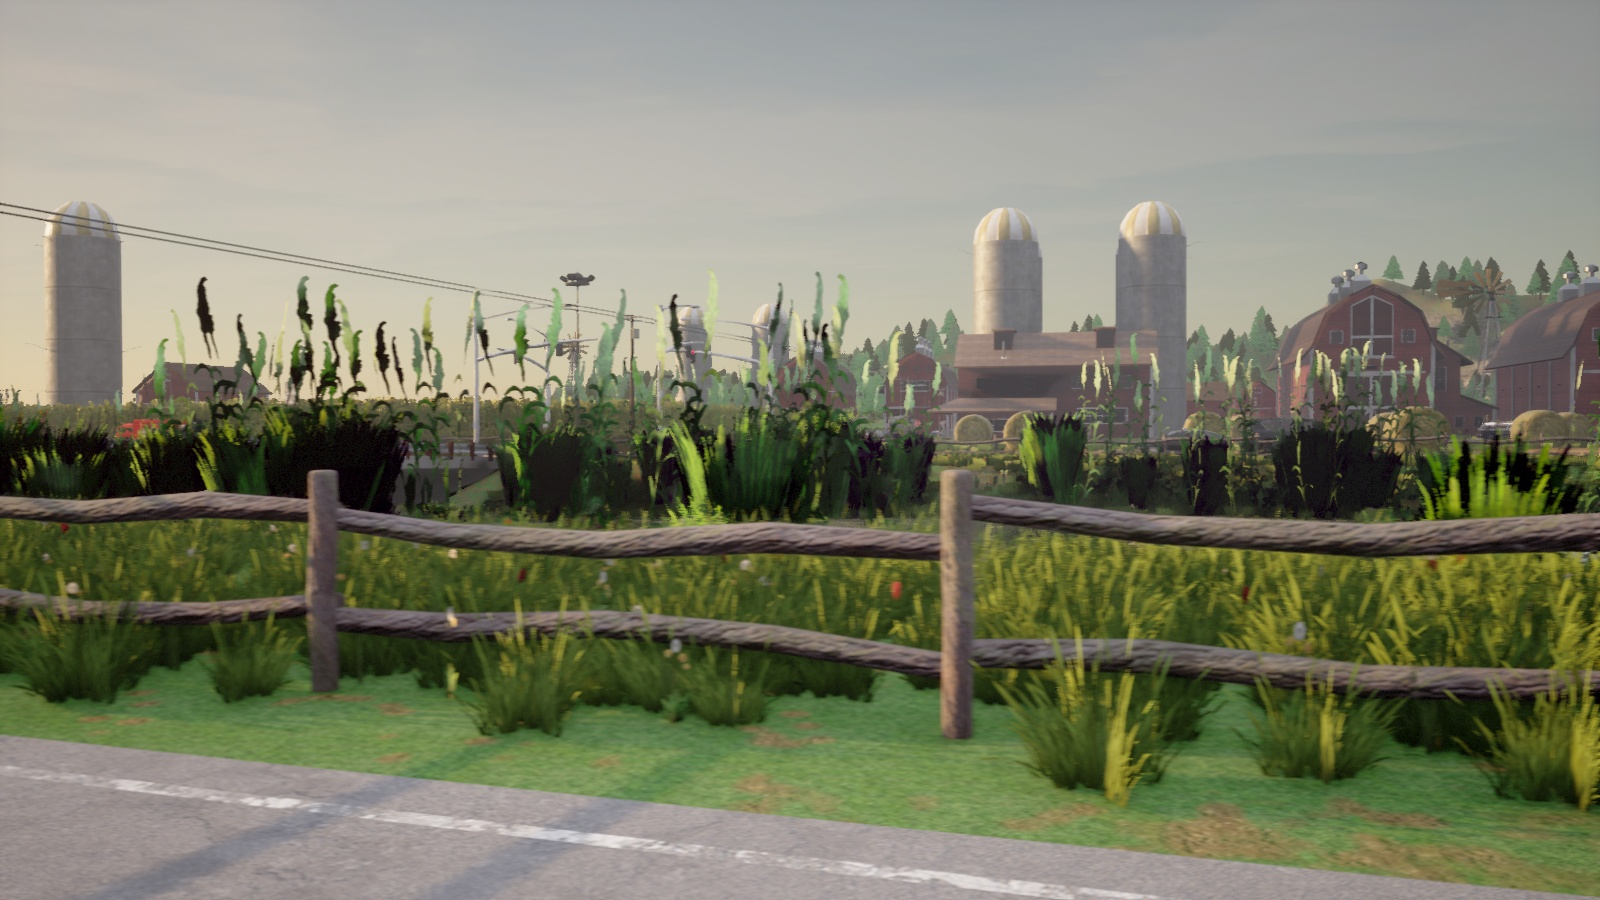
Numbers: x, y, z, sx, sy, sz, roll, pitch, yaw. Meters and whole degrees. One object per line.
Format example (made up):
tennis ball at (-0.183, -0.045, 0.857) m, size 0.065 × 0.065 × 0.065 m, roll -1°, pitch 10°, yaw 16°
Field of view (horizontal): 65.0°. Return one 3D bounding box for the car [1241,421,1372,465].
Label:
car at (24.027, -0.346, 59.829) m, size 5.566 × 2.045 × 2.150 m, roll 0°, pitch 1°, yaw 16°

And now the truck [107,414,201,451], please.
truck at (-43.804, -1.179, 85.214) m, size 5.204 × 2.467 × 2.627 m, roll 0°, pitch 1°, yaw 13°

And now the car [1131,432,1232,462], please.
car at (19.644, -0.155, 64.747) m, size 4.892 × 1.490 × 1.837 m, roll 0°, pitch 1°, yaw 16°
